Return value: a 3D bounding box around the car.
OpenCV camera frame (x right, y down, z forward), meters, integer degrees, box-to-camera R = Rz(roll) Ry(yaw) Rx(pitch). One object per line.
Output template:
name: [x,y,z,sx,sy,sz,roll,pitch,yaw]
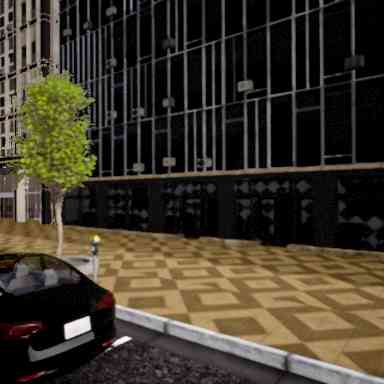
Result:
car: [-2.999,1.600,5.019,4.313,1.339,1.947,0,0,36]
